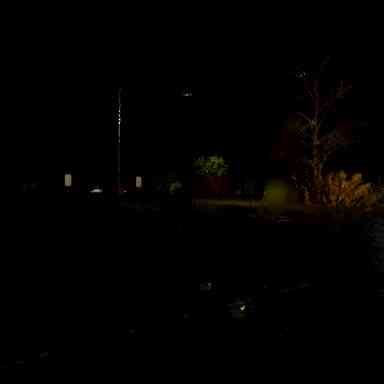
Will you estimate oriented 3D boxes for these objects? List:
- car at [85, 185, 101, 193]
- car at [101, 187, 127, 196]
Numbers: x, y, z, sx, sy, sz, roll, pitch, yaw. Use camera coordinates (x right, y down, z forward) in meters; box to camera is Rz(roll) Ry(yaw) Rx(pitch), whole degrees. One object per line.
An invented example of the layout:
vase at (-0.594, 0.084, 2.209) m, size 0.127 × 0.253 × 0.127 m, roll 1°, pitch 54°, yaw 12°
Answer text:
car at (-17.794, -0.560, 59.833) m, size 2.128 × 1.511 × 4.902 m, roll 0°, pitch 2°, yaw -36°
car at (-11.957, -0.130, 51.750) m, size 1.895 × 1.301 × 4.718 m, roll 0°, pitch 2°, yaw -36°
